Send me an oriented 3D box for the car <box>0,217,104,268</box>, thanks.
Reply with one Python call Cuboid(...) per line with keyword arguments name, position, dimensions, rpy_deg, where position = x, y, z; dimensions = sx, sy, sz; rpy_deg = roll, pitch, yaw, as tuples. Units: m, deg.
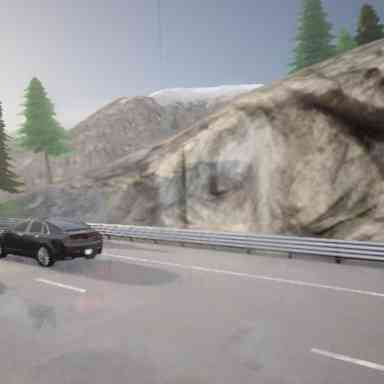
Cuboid(name="car", position=(-5.277, 1.656, 11.950), dimensions=(4.892, 1.490, 1.837), rpy_deg=(0, 0, 35))
